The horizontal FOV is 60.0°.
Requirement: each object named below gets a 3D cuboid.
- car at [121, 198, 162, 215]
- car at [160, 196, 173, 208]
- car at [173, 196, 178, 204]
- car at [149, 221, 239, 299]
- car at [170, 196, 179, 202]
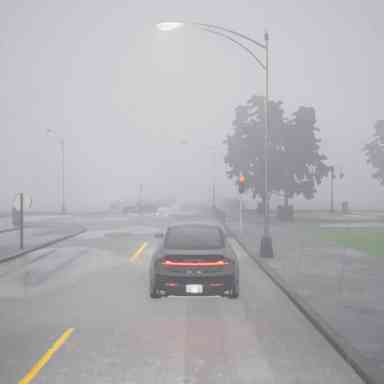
[{"bbox_3d":[-5.162,1.601,33.481,1.895,1.301,4.718,0,0,19],"label":"car"},{"bbox_3d":[-4.094,1.564,46.730,1.994,1.385,4.181,0,0,0],"label":"car"},{"bbox_3d":[-4.050,1.505,63.176,1.837,1.490,4.892,0,0,1],"label":"car"},{"bbox_3d":[0.061,1.505,8.454,1.837,1.490,4.892,0,0,0],"label":"car"},{"bbox_3d":[-3.995,1.579,78.383,1.895,1.301,4.718,0,0,0],"label":"car"}]
